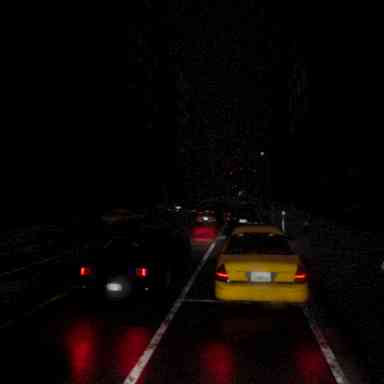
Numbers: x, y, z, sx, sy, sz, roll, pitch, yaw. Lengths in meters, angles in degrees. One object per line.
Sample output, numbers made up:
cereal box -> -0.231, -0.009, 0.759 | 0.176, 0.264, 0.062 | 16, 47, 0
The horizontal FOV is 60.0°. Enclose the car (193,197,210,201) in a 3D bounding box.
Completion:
car -> 1.882, 1.768, 47.108 | 2.033, 1.411, 5.357 | -1, 0, 9

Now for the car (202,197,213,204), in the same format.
car -> 3.533, 1.879, 74.368 | 2.008, 1.369, 4.403 | -1, 0, 9

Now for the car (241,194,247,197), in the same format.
car -> 14.012, 1.675, 89.269 | 1.967, 1.590, 4.097 | -1, 0, 9

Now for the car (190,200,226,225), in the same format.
car -> 1.334, 1.623, 25.367 | 1.837, 1.490, 4.892 | -1, -1, 9

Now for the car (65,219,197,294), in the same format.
car -> -1.245, 1.671, 9.038 | 1.895, 1.301, 4.718 | -1, 0, 9

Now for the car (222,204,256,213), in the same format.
car -> 3.095, 1.631, 20.236 | 1.947, 1.339, 4.313 | -1, 0, 9

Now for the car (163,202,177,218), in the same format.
car -> -3.138, 1.775, 32.191 | 2.008, 1.369, 4.403 | -1, 0, 9

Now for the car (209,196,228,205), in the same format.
car -> 3.467, 1.636, 39.488 | 1.882, 1.535, 5.008 | -1, 0, 9

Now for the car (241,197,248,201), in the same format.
car -> 5.658, 1.635, 36.443 | 1.752, 1.417, 4.829 | -1, 0, 9

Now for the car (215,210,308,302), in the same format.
car -> 1.612, 1.479, 8.391 | 1.801, 1.575, 5.366 | -1, 0, 9

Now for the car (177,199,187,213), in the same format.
car -> -2.292, 1.789, 37.537 | 2.008, 1.369, 4.403 | -1, 0, 9

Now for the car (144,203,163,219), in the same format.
car -> -3.983, 1.792, 26.844 | 1.802, 1.307, 4.206 | -1, 0, 9

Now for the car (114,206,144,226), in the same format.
car -> -4.856, 1.719, 21.330 | 1.752, 1.417, 4.829 | -1, 0, 9

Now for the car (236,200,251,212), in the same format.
car -> 6.478, 1.704, 41.621 | 1.802, 1.307, 4.206 | -1, 0, 9

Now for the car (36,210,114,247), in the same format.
car -> -5.675, 1.743, 16.152 | 1.947, 1.339, 4.313 | -1, 0, 9

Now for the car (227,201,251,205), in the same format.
car -> 3.941, 1.647, 25.582 | 1.947, 1.339, 4.313 | -1, 0, 9

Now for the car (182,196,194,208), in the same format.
car -> -0.605, 1.579, 48.231 | 2.192, 1.841, 5.009 | -1, 0, 9
